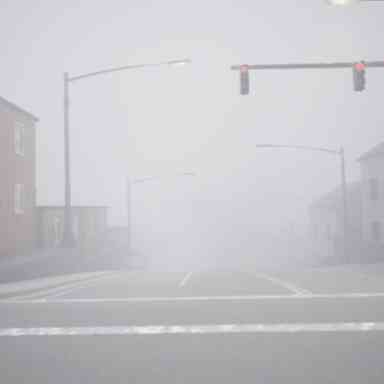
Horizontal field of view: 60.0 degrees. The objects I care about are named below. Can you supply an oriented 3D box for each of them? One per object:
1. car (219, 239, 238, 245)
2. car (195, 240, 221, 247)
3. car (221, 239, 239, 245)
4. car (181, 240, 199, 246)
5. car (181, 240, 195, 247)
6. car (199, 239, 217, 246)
[{"bbox_3d":[9.432,12.757,85.678,4.536,1.218,1.853,-3,-3,30],"label":"car"},{"bbox_3d":[4.097,13.044,85.000,4.974,1.542,2.038,0,-3,-35],"label":"car"},{"bbox_3d":[9.481,12.912,85.645,4.974,1.542,2.038,-3,-3,30],"label":"car"},{"bbox_3d":[-0.549,13.031,85.155,1.853,1.218,4.536,1,-3,-45],"label":"car"},{"bbox_3d":[-0.507,13.186,85.112,2.038,1.542,4.974,1,-3,-45],"label":"car"},{"bbox_3d":[4.135,12.887,85.036,4.536,1.218,1.853,0,-3,-35],"label":"car"}]
